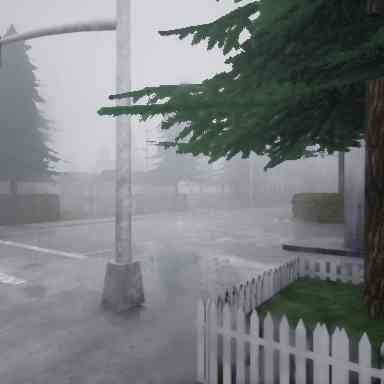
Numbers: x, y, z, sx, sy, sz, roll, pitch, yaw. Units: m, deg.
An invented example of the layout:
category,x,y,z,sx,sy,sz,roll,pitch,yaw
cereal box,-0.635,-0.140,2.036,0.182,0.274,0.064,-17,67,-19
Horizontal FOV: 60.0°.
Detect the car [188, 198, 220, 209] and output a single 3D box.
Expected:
category,x,y,z,sx,sy,sz,roll,pitch,yaw
car,1.467,1.511,44.487,4.892,1.490,1.837,0,0,36
